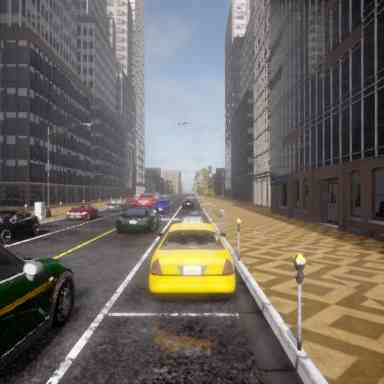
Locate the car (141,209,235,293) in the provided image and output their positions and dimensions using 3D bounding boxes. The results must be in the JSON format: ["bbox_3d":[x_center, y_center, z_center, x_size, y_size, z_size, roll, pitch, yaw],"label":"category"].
[{"bbox_3d":[0.004,1.456,8.839,1.801,1.575,5.366,0,0,0],"label":"car"}]

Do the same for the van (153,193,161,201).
[{"bbox_3d":[-8.831,1.286,84.106,1.690,1.788,3.998,0,0,0],"label":"van"}]

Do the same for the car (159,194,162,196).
[{"bbox_3d":[-8.832,1.391,78.413,1.967,1.590,4.097,0,0,0],"label":"car"}]

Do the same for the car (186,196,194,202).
[{"bbox_3d":[-0.452,1.533,78.399,1.802,1.307,4.206,0,0,0],"label":"car"}]

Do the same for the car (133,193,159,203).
[{"bbox_3d":[-6.180,1.204,45.330,2.150,2.045,5.566,0,0,0],"label":"car"}]

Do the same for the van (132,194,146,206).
[{"bbox_3d":[-8.832,1.315,55.646,1.690,1.788,3.998,0,0,0],"label":"van"}]

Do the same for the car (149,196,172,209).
[{"bbox_3d":[-3.094,1.513,35.059,1.812,1.442,4.674,0,0,0],"label":"car"}]

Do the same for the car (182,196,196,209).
[{"bbox_3d":[-0.452,1.548,44.248,1.947,1.339,4.313,0,0,0],"label":"car"}]

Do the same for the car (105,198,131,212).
[{"bbox_3d":[-8.833,1.537,38.569,2.008,1.369,4.403,0,0,0],"label":"car"}]

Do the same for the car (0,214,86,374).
[{"bbox_3d":[-3.145,1.351,4.124,2.097,1.767,4.553,0,0,0],"label":"car"}]

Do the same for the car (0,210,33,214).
[{"bbox_3d":[-8.833,1.563,15.800,1.947,1.339,4.313,0,0,0],"label":"car"}]

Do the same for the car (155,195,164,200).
[{"bbox_3d":[-8.832,1.504,89.799,1.947,1.339,4.313,0,0,0],"label":"car"}]

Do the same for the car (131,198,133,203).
[{"bbox_3d":[-8.833,1.523,49.953,1.887,1.381,4.507,0,0,0],"label":"car"}]

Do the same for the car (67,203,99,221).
[{"bbox_3d":[-8.832,1.575,27.183,1.802,1.307,4.206,0,0,0],"label":"car"}]

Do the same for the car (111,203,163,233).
[{"bbox_3d":[-3.098,1.561,19.580,1.994,1.385,4.181,0,0,0],"label":"car"}]
